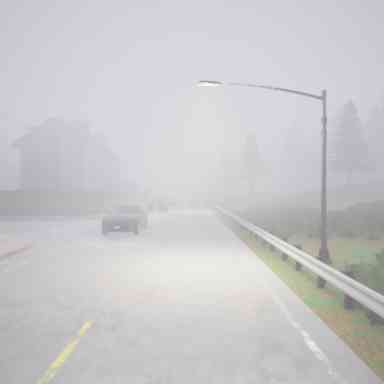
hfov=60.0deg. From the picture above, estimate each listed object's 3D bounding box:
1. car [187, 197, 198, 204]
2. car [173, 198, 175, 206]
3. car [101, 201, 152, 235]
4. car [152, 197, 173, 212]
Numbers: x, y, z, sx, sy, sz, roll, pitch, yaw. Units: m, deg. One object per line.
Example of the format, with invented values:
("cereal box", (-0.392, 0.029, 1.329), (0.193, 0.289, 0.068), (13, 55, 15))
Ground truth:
("car", (0.081, 1.423, 57.204), (1.895, 1.301, 4.718), (0, 0, 0))
("car", (-3.595, 1.409, 49.981), (1.994, 1.385, 4.181), (0, 0, 0))
("car", (-3.605, 1.420, 18.496), (1.882, 1.535, 5.008), (0, 0, 0))
("car", (-3.610, 1.380, 36.267), (2.128, 1.511, 4.902), (0, 0, 0))
